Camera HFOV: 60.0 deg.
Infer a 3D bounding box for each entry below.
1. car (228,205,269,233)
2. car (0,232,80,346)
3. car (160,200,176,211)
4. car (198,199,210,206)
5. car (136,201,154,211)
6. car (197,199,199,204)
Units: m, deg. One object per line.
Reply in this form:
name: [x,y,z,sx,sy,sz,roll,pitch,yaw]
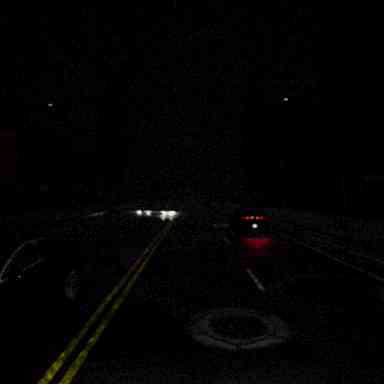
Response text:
car: [3.352,1.570,20.141,1.837,1.490,4.892,0,0,0]
car: [-3.348,1.492,5.399,2.128,1.511,4.902,0,0,0]
car: [-3.330,1.889,47.120,2.128,1.511,4.902,0,-1,0]
car: [3.256,2.635,81.981,2.163,1.488,4.792,0,-2,0]
car: [-6.577,1.957,46.824,1.994,1.385,4.181,0,-1,0]
car: [3.257,2.994,92.951,1.994,1.385,4.181,0,-2,0]
